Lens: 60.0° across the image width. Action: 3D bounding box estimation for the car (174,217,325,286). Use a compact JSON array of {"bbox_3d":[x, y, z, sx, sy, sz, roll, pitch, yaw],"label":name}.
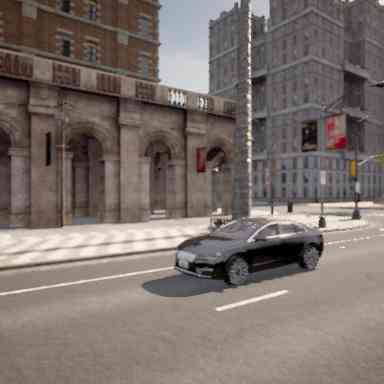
[{"bbox_3d":[1.798,1.502,9.541,4.902,1.511,2.128,0,0,-35],"label":"car"}]
